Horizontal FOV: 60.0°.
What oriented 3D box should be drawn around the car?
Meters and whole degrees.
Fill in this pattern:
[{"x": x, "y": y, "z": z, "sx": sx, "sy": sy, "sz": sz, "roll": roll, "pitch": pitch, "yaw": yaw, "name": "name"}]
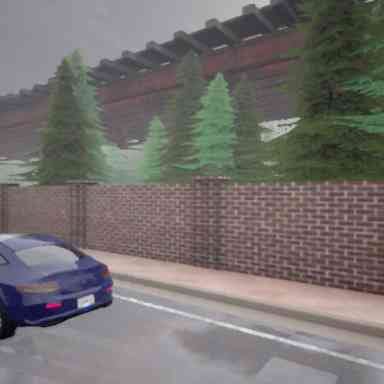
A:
[{"x": -3.509, "y": 1.524, "z": 6.484, "sx": 4.674, "sy": 1.442, "sz": 1.812, "roll": 0, "pitch": 0, "yaw": 36, "name": "car"}]
